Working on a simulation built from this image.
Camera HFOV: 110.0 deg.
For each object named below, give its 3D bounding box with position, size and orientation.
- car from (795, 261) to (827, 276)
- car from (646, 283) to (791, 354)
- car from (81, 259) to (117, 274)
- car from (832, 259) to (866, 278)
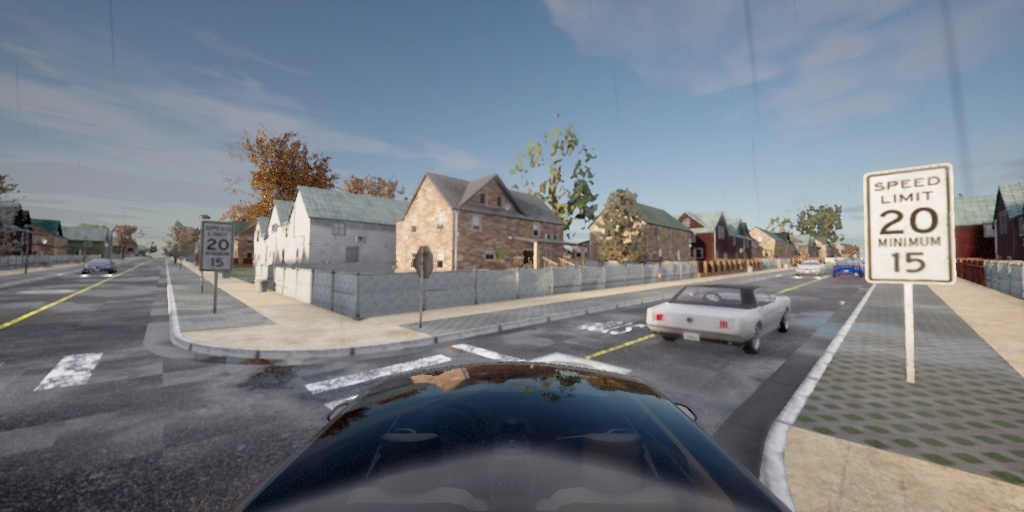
[{"bbox_3d":[29.008,1.175,34.744,4.674,1.442,1.812,0,-1,-43],"label":"car"},{"bbox_3d":[5.184,1.306,8.637,4.718,1.301,1.895,0,-1,-43],"label":"car"},{"bbox_3d":[-39.346,0.970,34.296,1.812,1.442,4.674,3,-2,-44],"label":"car"},{"bbox_3d":[29.532,1.083,31.385,5.008,1.535,1.882,0,-1,-43],"label":"car"}]
